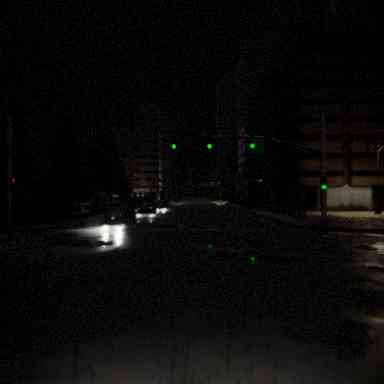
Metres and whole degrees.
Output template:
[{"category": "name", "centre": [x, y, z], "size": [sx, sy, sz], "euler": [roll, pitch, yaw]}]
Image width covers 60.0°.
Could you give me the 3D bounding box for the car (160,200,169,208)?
[{"category": "car", "centre": [-5.383, 2.176, 60.665], "size": [2.128, 1.511, 4.902], "euler": [0, 0, 2]}]

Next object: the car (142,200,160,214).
[{"category": "car", "centre": [-5.778, 1.974, 43.203], "size": [1.882, 1.535, 5.008], "euler": [0, 0, 1]}]

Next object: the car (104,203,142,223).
[{"category": "car", "centre": [-6.131, 1.831, 28.818], "size": [2.128, 1.511, 4.902], "euler": [0, 0, 3]}]
